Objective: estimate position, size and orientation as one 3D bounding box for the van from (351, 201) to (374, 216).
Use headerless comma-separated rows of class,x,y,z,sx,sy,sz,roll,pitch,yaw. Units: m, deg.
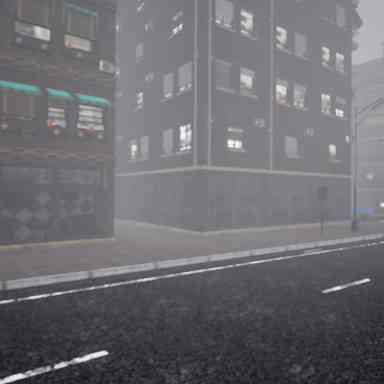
van,20.893,2.078,42.260,1.690,1.788,3.998,0,-1,-36
